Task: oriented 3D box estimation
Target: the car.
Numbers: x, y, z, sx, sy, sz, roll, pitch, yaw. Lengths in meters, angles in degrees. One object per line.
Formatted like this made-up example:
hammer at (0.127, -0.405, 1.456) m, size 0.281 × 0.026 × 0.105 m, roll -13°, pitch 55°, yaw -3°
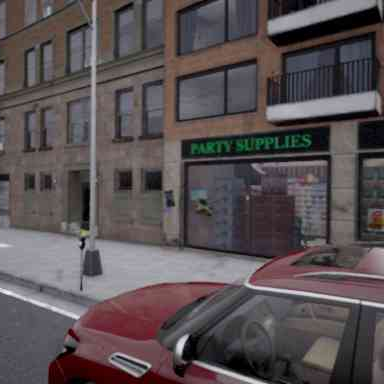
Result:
car at (1.149, 1.314, 2.246) m, size 5.009 × 1.841 × 2.192 m, roll 0°, pitch 1°, yaw 35°
